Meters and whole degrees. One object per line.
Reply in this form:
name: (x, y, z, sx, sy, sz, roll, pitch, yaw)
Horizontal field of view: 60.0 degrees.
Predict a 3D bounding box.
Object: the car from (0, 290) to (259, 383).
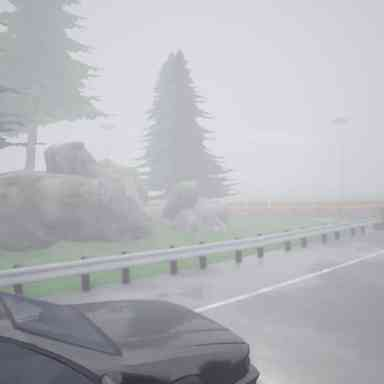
car: (-1.942, 1.556, 2.433, 5.357, 1.411, 2.033, -1, 1, -36)
